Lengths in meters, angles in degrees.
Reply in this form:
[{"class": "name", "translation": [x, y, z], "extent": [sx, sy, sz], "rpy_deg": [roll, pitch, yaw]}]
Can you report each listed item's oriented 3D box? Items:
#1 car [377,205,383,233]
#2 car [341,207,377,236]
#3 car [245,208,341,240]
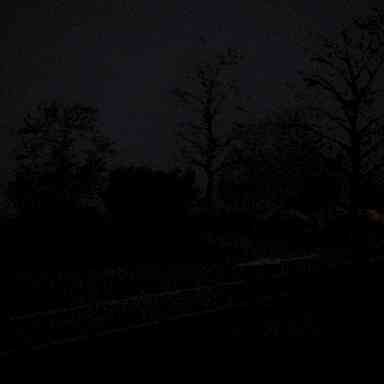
[{"class": "car", "translation": [11.004, 1.798, 22.366], "extent": [5.366, 1.575, 1.946], "rpy_deg": [-1, -1, 39]}, {"class": "car", "translation": [8.258, 1.761, 20.484], "extent": [4.892, 1.521, 2.231], "rpy_deg": [-1, -1, 39]}, {"class": "car", "translation": [5.353, 1.720, 18.729], "extent": [4.892, 1.521, 2.231], "rpy_deg": [-1, -2, 39]}]
